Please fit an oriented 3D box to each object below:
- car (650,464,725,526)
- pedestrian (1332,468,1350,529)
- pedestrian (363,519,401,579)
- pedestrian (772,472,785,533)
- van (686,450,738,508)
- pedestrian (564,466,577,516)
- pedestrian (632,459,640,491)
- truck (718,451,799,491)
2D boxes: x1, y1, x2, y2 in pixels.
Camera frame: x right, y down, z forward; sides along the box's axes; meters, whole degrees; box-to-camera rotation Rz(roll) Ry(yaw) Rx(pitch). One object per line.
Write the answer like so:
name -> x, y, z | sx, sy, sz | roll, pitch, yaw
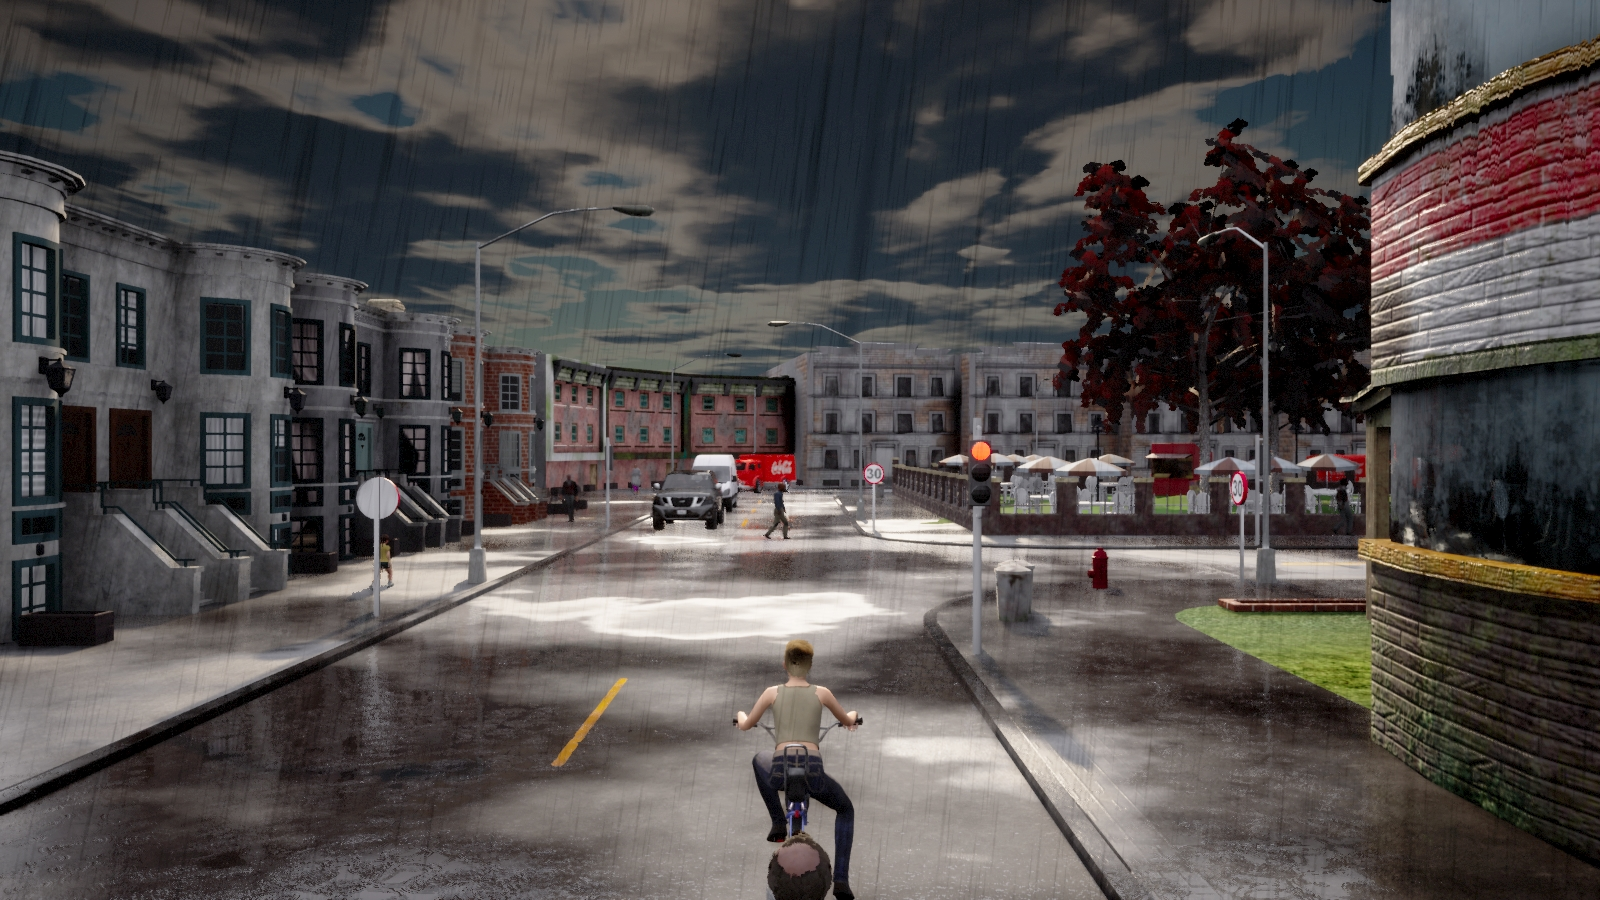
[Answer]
car -> -3.997, 1.545, 41.440 | 2.150, 2.045, 5.566 | 0, 0, 0
pedestrian -> 16.700, 1.502, 35.301 | 0.375, 1.860, 0.375 | 0, 0, -1
pedestrian -> -8.053, 1.895, 22.019 | 0.500, 1.100, 0.500 | 0, 0, 16
pedestrian -> -0.666, 1.614, 35.085 | 0.375, 1.860, 0.375 | 0, 0, 4
van -> -4.039, 1.294, 53.445 | 1.988, 2.561, 5.915 | 0, 0, 0
pedestrian -> -8.448, 1.507, 42.074 | 0.375, 1.860, 0.375 | 0, 0, 2
pedestrian -> -9.816, 1.498, 68.478 | 0.375, 1.860, 0.375 | 0, 0, 7
truck -> -2.629, 1.316, 73.662 | 2.627, 2.467, 5.204 | 0, 0, 33
